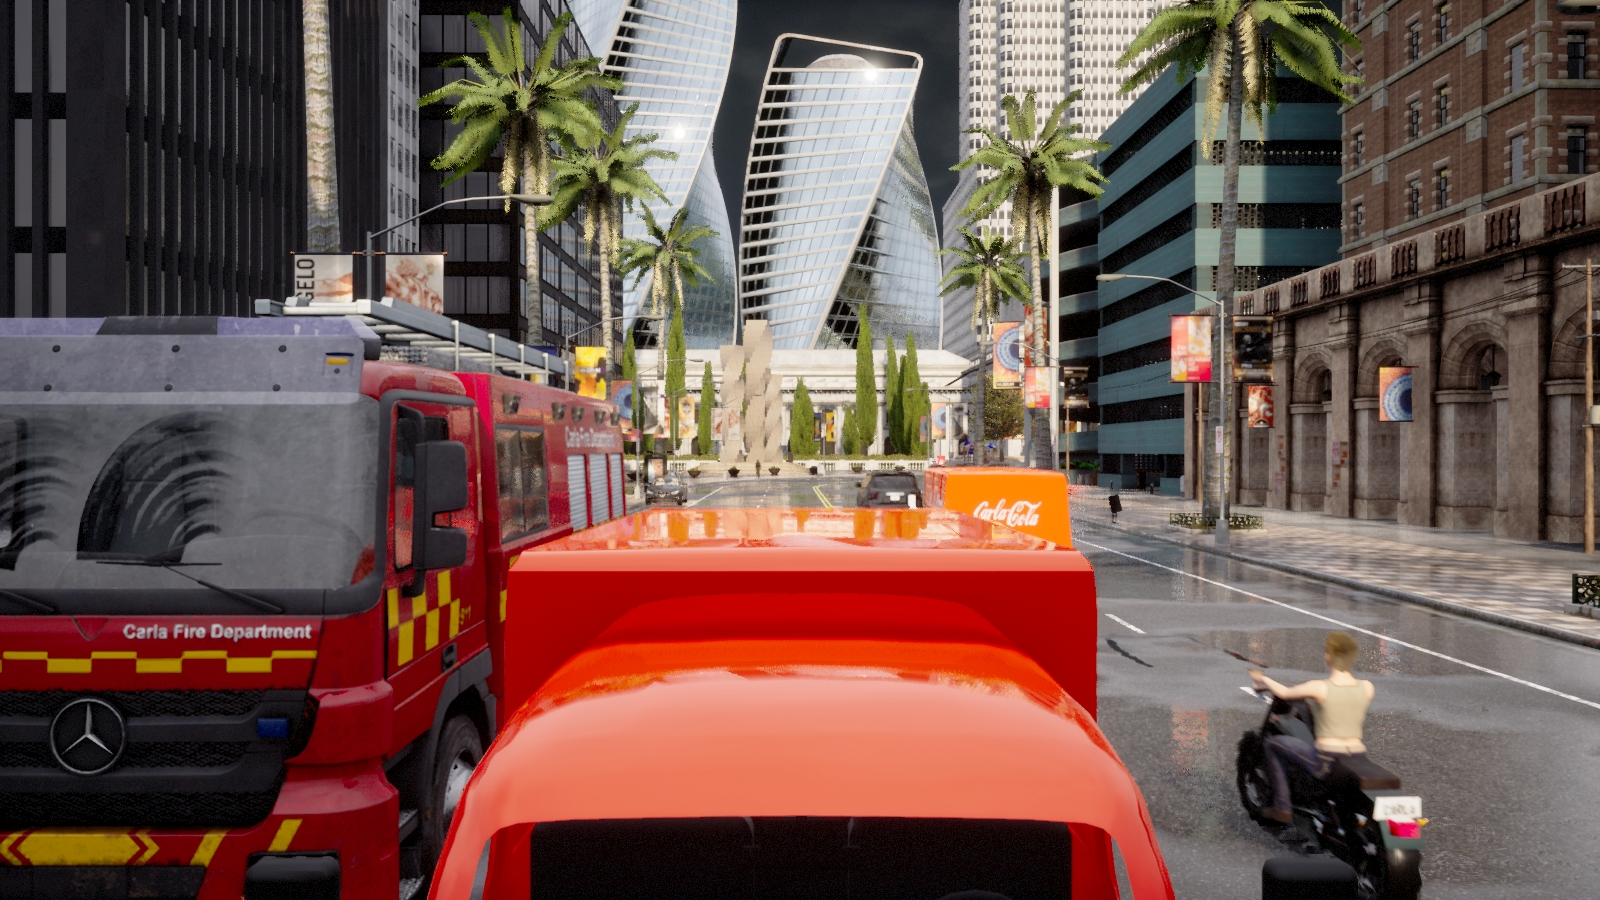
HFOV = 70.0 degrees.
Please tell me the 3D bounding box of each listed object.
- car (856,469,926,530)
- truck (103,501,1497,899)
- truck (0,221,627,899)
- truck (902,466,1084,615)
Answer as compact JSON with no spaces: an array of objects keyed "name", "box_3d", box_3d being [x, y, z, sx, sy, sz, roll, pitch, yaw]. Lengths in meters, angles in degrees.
[{"name":"car","box_3d":[3.340,1.795,43.104,2.150,2.045,5.566,0,0,-1]},{"name":"truck","box_3d":[-0.001,1.568,4.757,2.627,2.467,5.204,0,0,0]},{"name":"truck","box_3d":[-3.491,0.893,9.275,2.891,3.827,8.468,0,0,0]},{"name":"truck","box_3d":[3.517,1.576,22.014,2.627,2.467,5.204,0,0,0]}]
